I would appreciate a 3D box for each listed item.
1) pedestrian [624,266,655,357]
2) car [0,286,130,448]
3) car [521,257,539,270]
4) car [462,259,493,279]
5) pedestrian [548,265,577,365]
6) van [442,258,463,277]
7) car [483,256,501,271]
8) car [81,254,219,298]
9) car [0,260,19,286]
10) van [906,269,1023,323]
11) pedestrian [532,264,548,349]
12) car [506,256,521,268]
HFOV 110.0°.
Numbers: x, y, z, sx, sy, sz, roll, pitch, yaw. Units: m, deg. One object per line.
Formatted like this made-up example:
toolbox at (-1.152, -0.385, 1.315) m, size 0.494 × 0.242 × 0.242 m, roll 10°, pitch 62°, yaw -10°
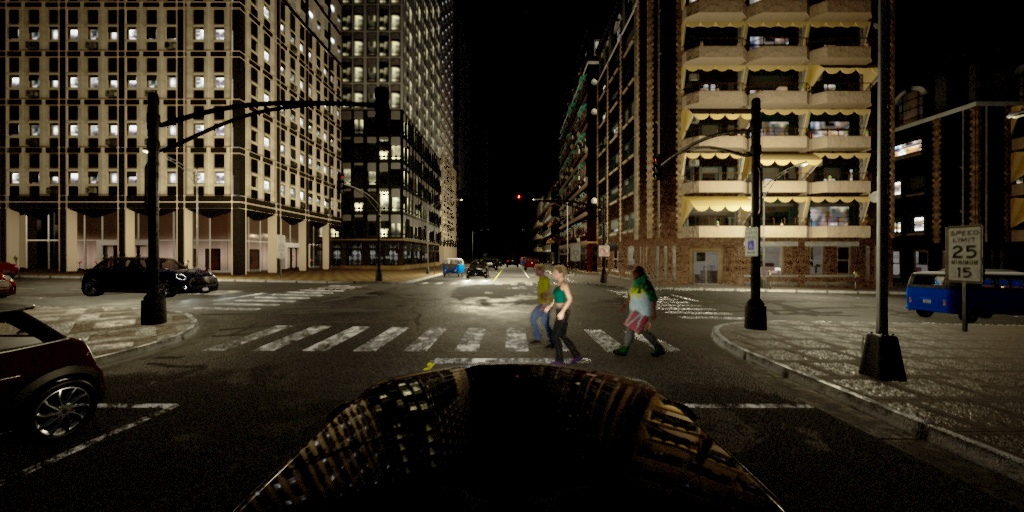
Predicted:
pedestrian at (2.504, 1.043, 7.063) m, size 0.375 × 1.860 × 0.375 m, roll 0°, pitch 0°, yaw 0°
car at (-5.689, 1.190, 2.339) m, size 1.967 × 1.591 × 4.097 m, roll 0°, pitch 0°, yaw 0°
car at (2.752, 1.074, 51.456) m, size 2.192 × 1.841 × 5.009 m, roll 0°, pitch 0°, yaw 0°
car at (-3.057, 1.256, 32.770) m, size 1.837 × 1.490 × 4.892 m, roll 0°, pitch 0°, yaw 0°
pedestrian at (0.900, 1.043, 6.465) m, size 0.375 × 1.860 × 0.375 m, roll 0°, pitch 0°, yaw 0°
van at (-5.649, 1.093, 34.813) m, size 1.690 × 1.789 × 3.998 m, roll 0°, pitch 0°, yaw 0°
car at (-3.025, 0.981, 48.825) m, size 2.150 × 2.045 × 5.566 m, roll 0°, pitch 0°, yaw 0°
car at (-15.663, 0.830, 15.720) m, size 4.553 × 1.767 × 2.097 m, roll 1°, pitch 0°, yaw 0°
car at (-21.133, 0.817, 13.125) m, size 4.097 × 1.591 × 1.967 m, roll 0°, pitch 0°, yaw 0°
van at (16.926, 1.452, 13.028) m, size 3.998 × 1.789 × 1.690 m, roll 0°, pitch 0°, yaw 0°
pedestrian at (0.688, 1.046, 7.665) m, size 0.375 × 1.860 × 0.375 m, roll 0°, pitch 0°, yaw 0°
car at (0.080, 0.987, 63.915) m, size 2.150 × 2.045 × 5.566 m, roll 0°, pitch 0°, yaw 0°
